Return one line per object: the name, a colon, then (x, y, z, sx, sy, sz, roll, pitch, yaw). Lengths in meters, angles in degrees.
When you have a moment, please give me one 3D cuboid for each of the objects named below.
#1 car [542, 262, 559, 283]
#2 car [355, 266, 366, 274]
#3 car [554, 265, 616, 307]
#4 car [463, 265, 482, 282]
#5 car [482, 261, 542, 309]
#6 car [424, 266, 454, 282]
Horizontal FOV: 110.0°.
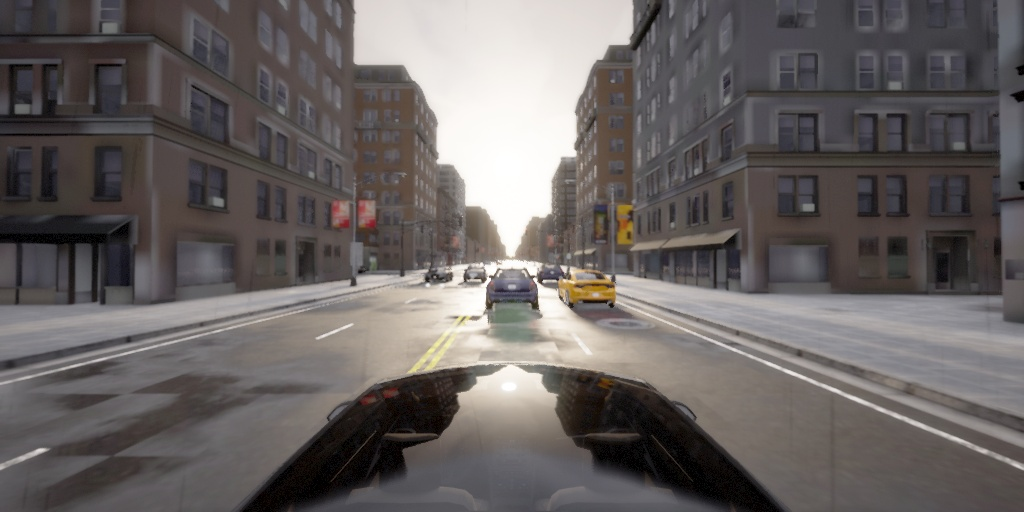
car: (3.256, 1.377, 30.940, 2.097, 1.767, 4.553, 0, -1, 0)
car: (-22.121, 1.775, 48.837, 4.313, 1.339, 1.948, 0, 0, 0)
car: (3.256, 1.368, 16.351, 1.882, 1.535, 5.008, 0, 0, 0)
car: (-3.251, 1.534, 32.306, 2.128, 1.511, 4.902, 0, -1, 0)
car: (0.005, 1.236, 15.936, 2.097, 1.767, 4.553, 0, -1, 0)
car: (-6.502, 1.605, 32.261, 1.994, 1.385, 4.181, 0, -1, 0)
